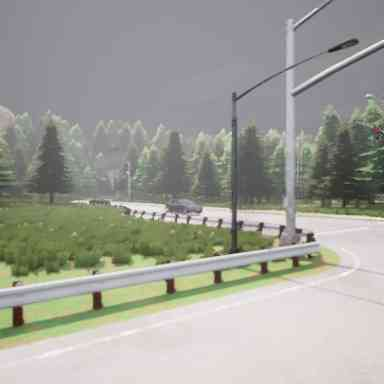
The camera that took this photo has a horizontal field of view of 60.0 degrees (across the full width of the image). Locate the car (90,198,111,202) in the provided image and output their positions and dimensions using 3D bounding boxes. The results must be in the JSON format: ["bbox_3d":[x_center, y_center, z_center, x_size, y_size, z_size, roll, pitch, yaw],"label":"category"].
[{"bbox_3d":[-14.211,1.535,51.606,1.895,1.301,4.718,0,0,-34],"label":"car"}]

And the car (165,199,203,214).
[{"bbox_3d":[-0.855,1.439,32.744,1.837,1.490,4.892,0,0,-36],"label":"car"}]
